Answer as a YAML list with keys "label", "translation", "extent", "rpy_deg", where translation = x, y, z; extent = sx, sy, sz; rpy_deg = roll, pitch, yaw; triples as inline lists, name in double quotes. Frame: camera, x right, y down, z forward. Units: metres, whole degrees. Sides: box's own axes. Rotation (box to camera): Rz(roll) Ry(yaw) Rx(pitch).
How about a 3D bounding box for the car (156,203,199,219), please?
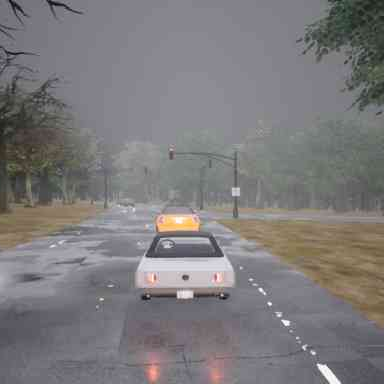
- label: "car"
  translation: [-0.775, 1.361, 17.324]
  extent: [2.097, 1.767, 4.553]
  rpy_deg: [0, 0, -4]

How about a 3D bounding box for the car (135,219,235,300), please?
- label: "car"
  translation: [-0.202, 1.605, 8.352]
  extent: [1.895, 1.301, 4.718]
  rpy_deg: [0, 0, -2]

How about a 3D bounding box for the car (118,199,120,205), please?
- label: "car"
  translation: [-13.044, 2.010, 65.396]
  extent: [1.812, 1.442, 4.674]
  rpy_deg: [0, -1, -15]

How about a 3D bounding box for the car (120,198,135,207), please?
- label: "car"
  translation: [-10.818, 1.843, 56.647]
  extent: [1.837, 1.490, 4.892]
  rpy_deg: [0, -1, -14]
